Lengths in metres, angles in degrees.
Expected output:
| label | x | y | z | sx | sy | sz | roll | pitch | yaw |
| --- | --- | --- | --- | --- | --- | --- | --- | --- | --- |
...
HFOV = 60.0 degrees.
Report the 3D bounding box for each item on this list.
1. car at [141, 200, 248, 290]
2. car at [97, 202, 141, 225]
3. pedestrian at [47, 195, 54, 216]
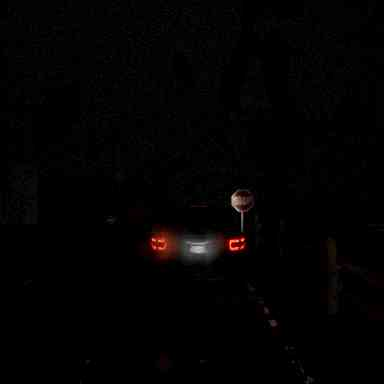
| label | x | y | z | sx | sy | sz | roll | pitch | yaw |
| --- | --- | --- | --- | --- | --- | --- | --- | --- | --- |
| car | 0.116 | 1.223 | 9.209 | 2.150 | 2.045 | 5.566 | 0 | 0 | 0 |
| car | -3.813 | 1.427 | 22.393 | 5.008 | 1.535 | 1.882 | 1 | 0 | 0 |
| pedestrian | -12.094 | 1.140 | 28.368 | 0.375 | 1.860 | 0.375 | 0 | -2 | 0 |
